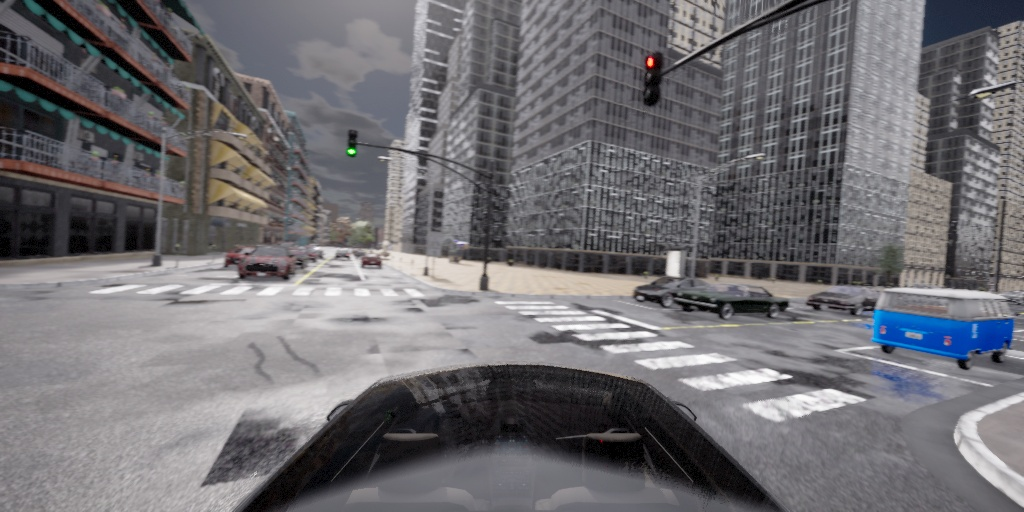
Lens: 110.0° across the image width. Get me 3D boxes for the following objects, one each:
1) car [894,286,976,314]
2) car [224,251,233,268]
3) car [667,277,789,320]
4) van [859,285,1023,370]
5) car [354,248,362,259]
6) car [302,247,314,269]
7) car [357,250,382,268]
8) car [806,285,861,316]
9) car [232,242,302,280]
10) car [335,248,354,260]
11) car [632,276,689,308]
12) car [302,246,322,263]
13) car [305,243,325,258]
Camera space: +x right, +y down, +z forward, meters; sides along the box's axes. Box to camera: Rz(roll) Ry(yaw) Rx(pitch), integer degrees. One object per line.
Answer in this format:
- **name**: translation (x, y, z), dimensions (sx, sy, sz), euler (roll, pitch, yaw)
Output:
- **car**: translation (27.393, 2.839, 23.199), dimensions (5.357, 1.411, 2.033), euler (3, 1, -25)
- **car**: translation (-18.324, 0.050, 24.759), dimensions (1.888, 1.381, 4.507), euler (0, 0, -25)
- **car**: translation (8.967, 1.780, 14.646), dimensions (4.718, 1.301, 1.895), euler (3, 1, -25)
- **van**: translation (11.191, 1.756, 9.329), dimensions (3.998, 1.789, 1.690), euler (0, 0, -25)
- **car**: translation (-22.604, -0.248, 53.952), dimensions (2.007, 1.370, 4.403), euler (0, 0, -25)
- **car**: translation (-16.480, 0.218, 27.030), dimensions (1.895, 1.301, 4.718), euler (4, 0, -25)
- **car**: translation (-13.149, 0.365, 33.439), dimensions (1.888, 1.381, 4.507), euler (0, 0, -25)
- **car**: translation (17.835, 2.261, 18.762), dimensions (5.357, 1.411, 2.033), euler (3, 1, -25)
- **car**: translation (-12.667, 0.220, 18.841), dimensions (2.097, 1.767, 4.553), euler (4, 0, -26)
- **car**: translation (-22.619, -0.193, 47.972), dimensions (1.895, 1.301, 4.718), euler (4, 0, -25)
- **car**: translation (7.680, 1.623, 16.931), dimensions (4.313, 1.339, 1.948), euler (0, 0, -25)
- **car**: translation (-20.688, -0.059, 36.167), dimensions (1.895, 1.301, 4.718), euler (4, 0, -25)
- **car**: translation (-25.021, -0.451, 45.666), dimensions (2.128, 1.511, 4.902), euler (4, 0, -24)
